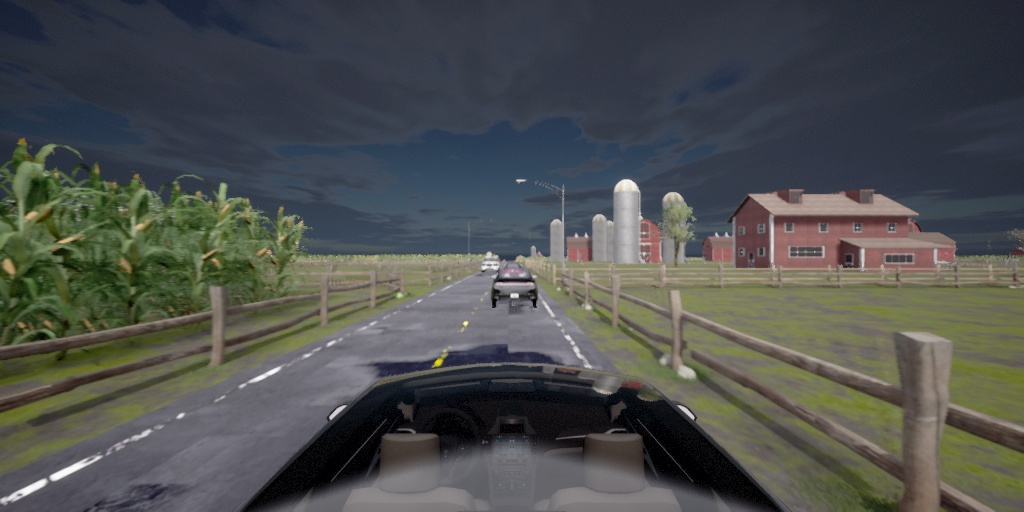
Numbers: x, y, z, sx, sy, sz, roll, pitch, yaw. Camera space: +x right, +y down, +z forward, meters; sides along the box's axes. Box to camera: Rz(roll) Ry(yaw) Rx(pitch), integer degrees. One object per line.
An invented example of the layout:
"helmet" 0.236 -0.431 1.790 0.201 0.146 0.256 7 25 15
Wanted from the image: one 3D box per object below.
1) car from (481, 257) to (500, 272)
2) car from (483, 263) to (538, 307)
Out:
"car" -2.756 1.090 46.664 2.150 2.045 5.566 0 0 0
"car" 0.097 1.250 15.584 2.128 1.511 4.902 0 0 0
